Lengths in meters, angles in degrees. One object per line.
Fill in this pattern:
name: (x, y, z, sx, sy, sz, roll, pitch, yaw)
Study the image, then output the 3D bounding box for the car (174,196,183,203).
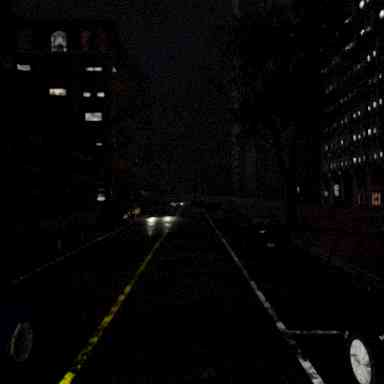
car: (-3.005, 1.631, 75.083, 1.882, 1.535, 5.008, 0, 0, 0)

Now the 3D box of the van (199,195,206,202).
van: (2.698, 1.614, 85.962, 1.690, 1.788, 3.998, 1, 0, 0)

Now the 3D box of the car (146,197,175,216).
car: (-3.099, 1.579, 33.651, 1.882, 1.535, 5.008, 0, 0, 0)

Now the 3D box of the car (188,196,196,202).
car: (-0.006, 1.794, 83.883, 1.895, 1.301, 4.718, 0, 0, 0)

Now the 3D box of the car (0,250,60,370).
car: (-3.094, 1.610, 2.954, 1.895, 1.301, 4.718, 0, 0, 0)

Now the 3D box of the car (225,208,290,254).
car: (2.701, 1.591, 13.555, 2.008, 1.369, 4.403, 1, 0, 0)

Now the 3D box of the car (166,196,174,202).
car: (-5.685, 1.797, 85.791, 1.752, 1.417, 4.829, 1, 0, 0)

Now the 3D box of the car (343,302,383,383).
car: (2.702, 1.558, 2.416, 2.008, 1.369, 4.403, 1, 0, 0)

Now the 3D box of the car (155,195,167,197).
car: (-5.679, 1.476, 52.543, 2.192, 1.841, 5.009, 1, 0, 0)

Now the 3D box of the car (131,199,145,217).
car: (-5.680, 1.615, 30.095, 1.752, 1.417, 4.829, 1, 0, 0)

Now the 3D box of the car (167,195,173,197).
car: (-5.684, 1.782, 69.252, 1.947, 1.339, 4.313, 1, 0, 0)

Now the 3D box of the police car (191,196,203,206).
police car: (0.829, 1.607, 58.757, 1.930, 1.638, 5.238, 0, 0, -1)

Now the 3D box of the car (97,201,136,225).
car: (-5.681, 1.639, 24.695, 1.947, 1.339, 4.313, 1, 0, 0)

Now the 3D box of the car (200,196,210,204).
car: (2.698, 1.656, 69.252, 1.967, 1.590, 4.097, 1, 0, 0)

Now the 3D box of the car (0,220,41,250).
car: (-5.679, 1.589, 7.986, 1.947, 1.339, 4.313, 1, 0, 0)

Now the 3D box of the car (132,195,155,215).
car: (-5.677, 1.423, 35.836, 2.192, 1.841, 5.009, 1, 0, 0)

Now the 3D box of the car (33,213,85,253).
car: (-5.679, 1.591, 13.556, 2.008, 1.369, 4.403, 1, 0, 0)

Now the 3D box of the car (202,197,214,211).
car: (2.699, 1.677, 41.404, 2.008, 1.369, 4.403, 1, 0, 0)

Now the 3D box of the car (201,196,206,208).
car: (2.698, 1.695, 46.972, 2.008, 1.369, 4.403, 1, 0, 0)

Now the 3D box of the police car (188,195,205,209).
police car: (0.681, 1.574, 48.756, 1.930, 1.638, 5.238, 0, 0, -3)

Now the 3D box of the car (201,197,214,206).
car: (2.699, 1.620, 58.112, 1.967, 1.590, 4.097, 1, 0, 0)

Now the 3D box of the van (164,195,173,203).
van: (-5.681, 1.595, 80.393, 1.690, 1.788, 3.998, 1, 0, 0)

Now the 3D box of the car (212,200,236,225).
car: (2.700, 1.600, 24.865, 1.752, 1.417, 4.829, 1, 0, 0)
